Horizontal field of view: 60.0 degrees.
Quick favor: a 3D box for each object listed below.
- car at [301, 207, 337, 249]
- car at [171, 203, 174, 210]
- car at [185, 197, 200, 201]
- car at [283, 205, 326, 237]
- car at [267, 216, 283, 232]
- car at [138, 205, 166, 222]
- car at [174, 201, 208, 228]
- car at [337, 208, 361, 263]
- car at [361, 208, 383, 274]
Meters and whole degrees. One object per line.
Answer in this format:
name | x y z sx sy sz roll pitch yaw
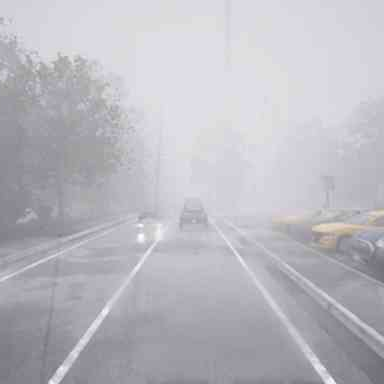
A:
car | 7.088 1.474 12.616 5.008 1.535 2.097 0 0 0
car | -3.255 2.999 68.954 1.895 1.301 4.718 0 -2 0
car | 0.100 1.669 40.437 2.150 2.045 5.566 0 -1 0
car | 7.088 1.485 15.388 4.892 1.521 2.231 0 0 0
car | 6.899 1.500 18.157 5.366 1.575 1.946 0 0 0
car | -3.350 1.779 28.276 1.895 1.301 4.718 0 -1 0
car | 0.100 1.591 22.952 2.128 1.511 4.902 0 -1 0
car | 7.111 1.346 9.839 4.553 1.767 2.185 0 0 0
car | 7.050 1.223 7.067 5.566 2.045 2.435 0 0 0
